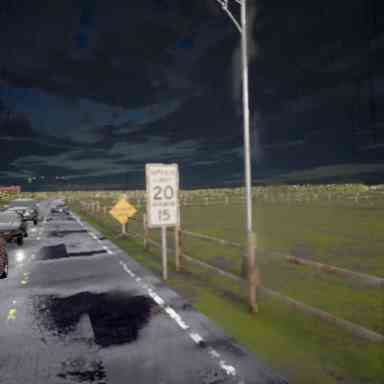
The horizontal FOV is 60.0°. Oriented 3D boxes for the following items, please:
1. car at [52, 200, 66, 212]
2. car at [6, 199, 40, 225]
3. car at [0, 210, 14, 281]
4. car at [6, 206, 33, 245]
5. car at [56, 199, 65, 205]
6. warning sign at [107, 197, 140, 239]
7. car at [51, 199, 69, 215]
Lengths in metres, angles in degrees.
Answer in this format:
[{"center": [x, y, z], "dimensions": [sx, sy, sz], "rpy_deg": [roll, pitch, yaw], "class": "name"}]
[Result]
[{"center": [-19.741, 1.994, 49.250], "dimensions": [1.882, 1.535, 5.008], "rpy_deg": [-2, 0, -23], "class": "car"}, {"center": [-13.667, 1.587, 27.050], "dimensions": [2.150, 2.045, 5.566], "rpy_deg": [-2, 0, -23], "class": "car"}, {"center": [-5.433, 1.500, 7.291], "dimensions": [2.097, 1.767, 4.553], "rpy_deg": [-2, 0, -23], "class": "car"}, {"center": [-9.320, 1.728, 16.625], "dimensions": [1.882, 1.535, 5.008], "rpy_deg": [-2, 0, -22], "class": "car"}, {"center": [-31.596, 2.339, 79.913], "dimensions": [1.812, 1.442, 4.674], "rpy_deg": [-2, 0, -23], "class": "car"}, {"center": [-3.285, 1.197, 15.888], "dimensions": [1.300, 1.860, 1.060], "rpy_deg": [-2, 0, -23], "class": "warning sign"}, {"center": [-15.463, 1.898, 39.006], "dimensions": [2.128, 1.511, 4.902], "rpy_deg": [-2, 0, -23], "class": "car"}]
